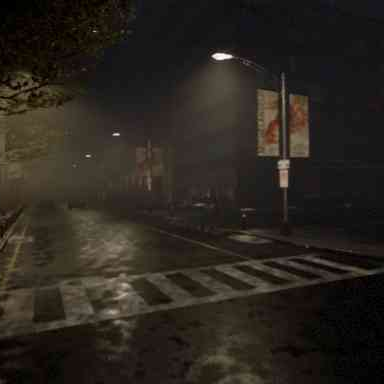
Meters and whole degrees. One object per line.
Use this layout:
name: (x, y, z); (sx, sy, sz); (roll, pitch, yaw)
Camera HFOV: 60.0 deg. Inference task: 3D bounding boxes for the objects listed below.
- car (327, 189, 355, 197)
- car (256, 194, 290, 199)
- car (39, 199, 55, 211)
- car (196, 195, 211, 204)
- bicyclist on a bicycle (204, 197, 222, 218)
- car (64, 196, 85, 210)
car: (29.127, 0.341, 65.515); (2.435, 2.045, 5.566); (-1, 0, -25)
car: (10.855, 1.001, 43.157); (2.002, 1.452, 4.674); (-1, 0, -25)
car: (-19.493, 1.641, 44.758); (1.882, 1.535, 5.008); (-1, 0, -24)
car: (1.997, 1.205, 52.498); (2.161, 1.482, 4.786); (-1, 0, -25)
bicyclist on a bicycle: (1.636, 1.187, 25.977); (1.656, 1.620, 0.582); (-1, 0, -25)
car: (-15.631, 1.649, 44.829); (2.033, 1.411, 5.357); (-1, 0, -24)
